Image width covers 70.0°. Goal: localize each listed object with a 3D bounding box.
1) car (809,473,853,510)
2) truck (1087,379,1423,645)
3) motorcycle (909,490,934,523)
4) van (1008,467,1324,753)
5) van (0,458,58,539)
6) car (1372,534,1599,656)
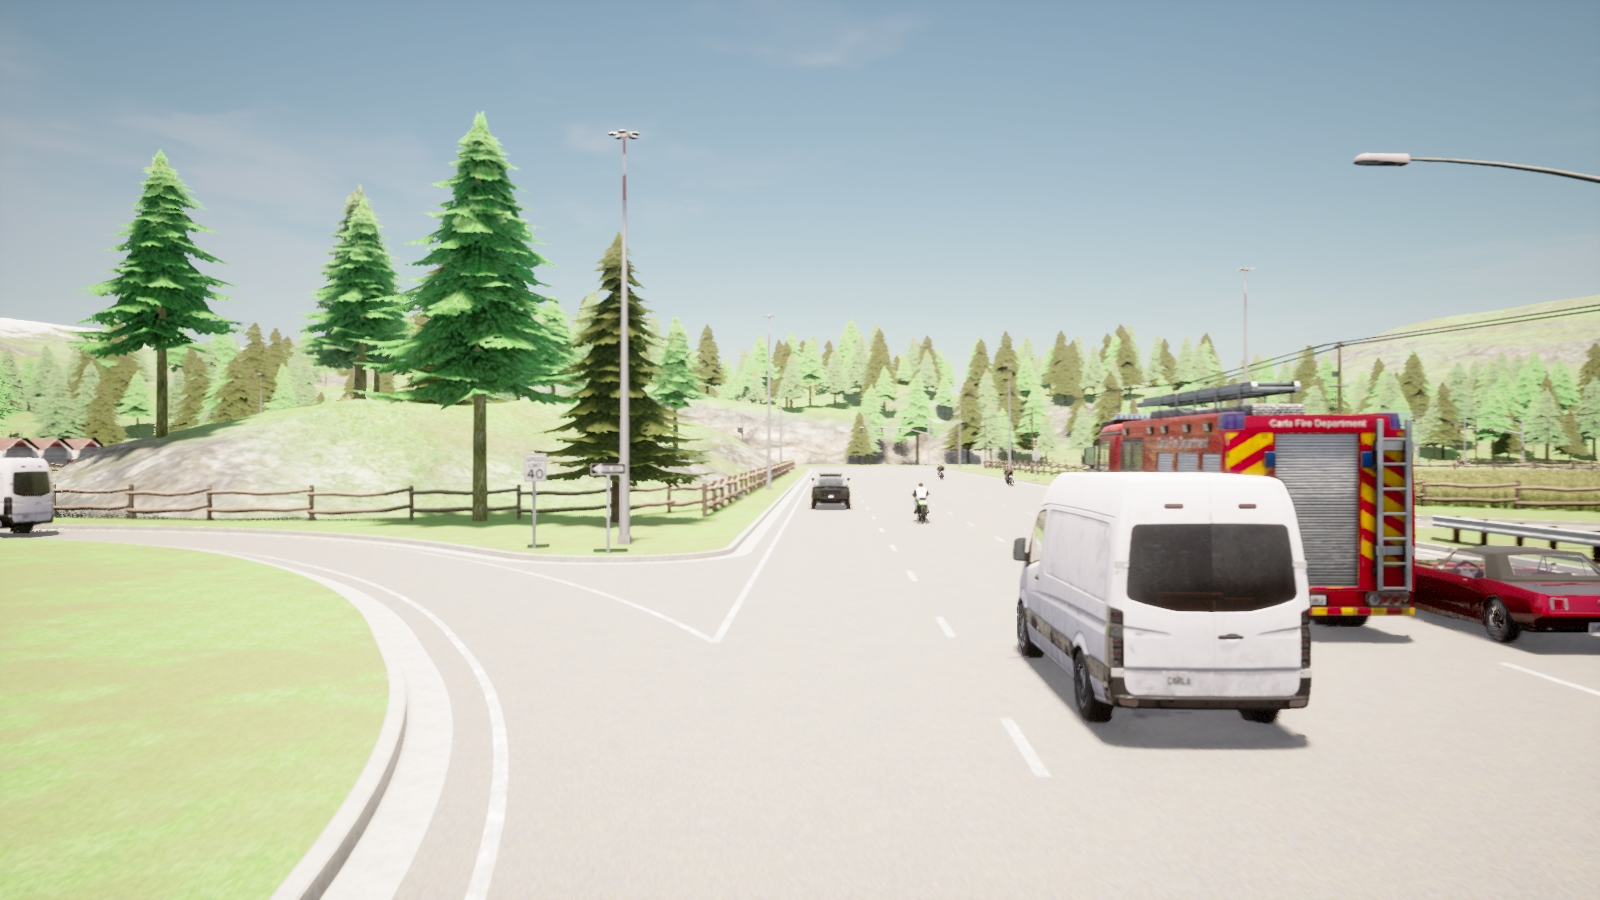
[{"bbox_3d":[1.514,1.982,56.168,2.097,1.638,5.238,0,0,1],"label":"car"},{"bbox_3d":[7.625,0.887,20.710,2.891,3.827,8.468,0,0,1],"label":"truck"},{"bbox_3d":[4.723,2.184,44.551,0.803,1.199,2.033,0,-1,1],"label":"motorcycle"},{"bbox_3d":[3.942,1.533,13.587,1.988,2.561,5.915,0,0,1],"label":"van"},{"bbox_3d":[-27.951,1.548,37.679,5.915,2.561,1.988,0,0,7],"label":"van"},{"bbox_3d":[11.051,2.150,17.925,1.895,1.301,4.718,0,0,1],"label":"car"}]
